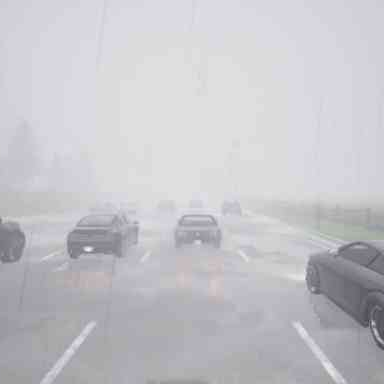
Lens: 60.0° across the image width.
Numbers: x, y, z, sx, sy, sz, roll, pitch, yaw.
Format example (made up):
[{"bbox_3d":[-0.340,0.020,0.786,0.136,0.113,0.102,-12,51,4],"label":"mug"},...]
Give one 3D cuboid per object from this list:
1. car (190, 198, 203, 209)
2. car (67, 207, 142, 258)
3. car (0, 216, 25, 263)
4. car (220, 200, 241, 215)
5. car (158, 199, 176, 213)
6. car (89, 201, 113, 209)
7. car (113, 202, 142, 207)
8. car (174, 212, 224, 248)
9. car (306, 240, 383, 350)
[{"bbox_3d":[0.674,1.622,49.424,1.882,1.535,5.008,0,0,1],"label":"car"},{"bbox_3d":[-3.275,1.562,13.029,1.837,1.490,4.892,0,0,1],"label":"car"},{"bbox_3d":[-6.826,1.285,9.076,2.150,2.045,5.566,0,0,1],"label":"car"},{"bbox_3d":[3.989,1.576,34.677,2.128,1.511,4.902,0,0,1],"label":"car"},{"bbox_3d":[-2.947,1.626,39.877,2.128,1.511,4.902,0,0,1],"label":"car"},{"bbox_3d":[-9.982,1.710,37.259,2.033,1.411,5.357,0,0,1],"label":"car"},{"bbox_3d":[-6.511,1.738,34.878,1.895,1.301,4.718,0,0,1],"label":"car"},{"bbox_3d":[0.253,1.645,15.025,1.895,1.301,4.718,0,0,1],"label":"car"},{"bbox_3d":[3.638,1.565,6.134,1.994,1.385,4.181,0,0,1],"label":"car"}]
